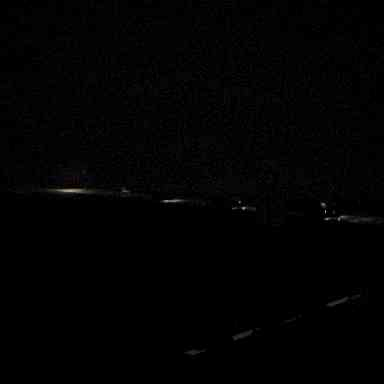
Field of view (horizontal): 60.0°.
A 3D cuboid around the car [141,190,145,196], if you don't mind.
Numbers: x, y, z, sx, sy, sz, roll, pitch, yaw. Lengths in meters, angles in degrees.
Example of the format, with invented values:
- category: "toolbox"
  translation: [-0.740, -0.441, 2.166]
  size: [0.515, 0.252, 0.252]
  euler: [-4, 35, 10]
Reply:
- category: "car"
  translation: [-6.498, -0.018, 54.388]
  size: [1.895, 1.301, 4.718]
  euler: [-3, 4, -35]

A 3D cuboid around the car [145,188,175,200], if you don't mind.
- category: "car"
  translation: [-4.247, 0.272, 46.139]
  size: [1.837, 1.490, 4.892]
  euler: [-3, 4, -35]

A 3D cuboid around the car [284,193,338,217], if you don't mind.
- category: "car"
  translation: [9.392, 0.898, 26.877]
  size: [2.097, 1.767, 4.553]
  euler: [-3, 4, -35]

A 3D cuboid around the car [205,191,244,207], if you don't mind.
- category: "car"
  translation: [3.377, 0.691, 35.355]
  size: [2.128, 1.511, 4.902]
  euler: [-3, 4, -35]

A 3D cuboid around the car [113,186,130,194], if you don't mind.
- category: "car"
  translation: [-13.792, -0.498, 64.665]
  size: [2.128, 1.511, 4.902]
  euler: [-3, 4, -35]
